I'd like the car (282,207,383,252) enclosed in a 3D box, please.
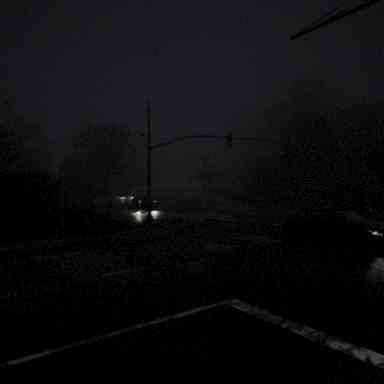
[{"bbox_3d":[5.651,1.339,13.123,1.812,1.442,4.674,0,0,-31],"label":"car"}]

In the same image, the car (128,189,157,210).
[{"bbox_3d":[-5.175,0.942,35.548,2.097,1.767,4.553,0,2,-20],"label":"car"}]

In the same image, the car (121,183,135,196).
[{"bbox_3d":[-11.502,-0.554,60.026,2.150,2.045,5.566,-1,4,-8],"label":"car"}]
